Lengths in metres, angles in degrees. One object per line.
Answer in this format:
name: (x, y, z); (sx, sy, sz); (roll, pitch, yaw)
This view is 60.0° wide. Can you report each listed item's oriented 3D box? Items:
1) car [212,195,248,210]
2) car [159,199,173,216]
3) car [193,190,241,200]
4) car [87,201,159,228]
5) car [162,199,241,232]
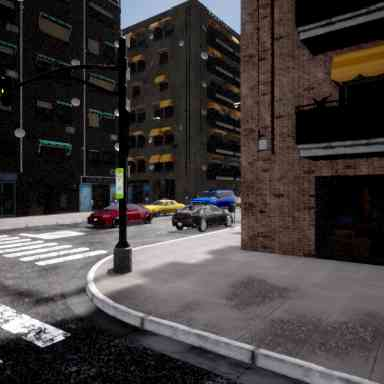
car: (4.235, 1.111, 36.505); (1.752, 1.417, 4.829); (1, 1, 36)
car: (-2.455, 1.252, 27.347); (1.752, 1.417, 4.829); (1, 1, 36)
car: (1.878, 0.894, 29.114); (2.150, 2.045, 5.566); (0, 1, 36)
car: (-4.346, 1.368, 20.600); (1.994, 1.385, 4.181); (0, 1, 36)
car: (0.680, 1.333, 18.282); (2.008, 1.369, 4.403); (1, 1, 36)
